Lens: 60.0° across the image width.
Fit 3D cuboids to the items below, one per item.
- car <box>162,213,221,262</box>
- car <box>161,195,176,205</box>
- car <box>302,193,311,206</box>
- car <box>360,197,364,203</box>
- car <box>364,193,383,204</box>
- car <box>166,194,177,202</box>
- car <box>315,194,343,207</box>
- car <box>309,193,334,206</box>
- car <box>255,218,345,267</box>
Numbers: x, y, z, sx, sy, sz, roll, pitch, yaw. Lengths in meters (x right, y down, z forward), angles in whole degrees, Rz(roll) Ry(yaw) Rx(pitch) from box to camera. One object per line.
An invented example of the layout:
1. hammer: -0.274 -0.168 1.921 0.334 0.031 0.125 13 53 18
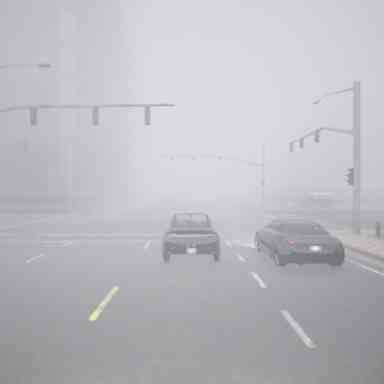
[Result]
1. car: -0.047 1.496 12.072 2.128 1.511 4.902 0 0 -1
2. car: -4.515 1.374 60.681 2.097 1.767 4.553 0 0 0
3. car: 24.273 1.231 64.107 4.605 1.855 1.932 0 0 0
4. car: 39.361 1.443 72.621 3.905 1.438 1.784 0 0 0
5. car: 39.310 1.232 69.724 4.605 1.855 1.932 0 0 0
6. car: -4.647 1.372 76.037 2.097 1.767 4.553 0 0 -1
7. car: 24.347 1.471 58.529 3.806 1.475 1.970 0 0 0
8. car: 24.335 1.440 61.424 3.905 1.438 1.784 0 0 0
9. car: 3.466 1.567 11.421 1.994 1.385 4.181 0 0 -1
